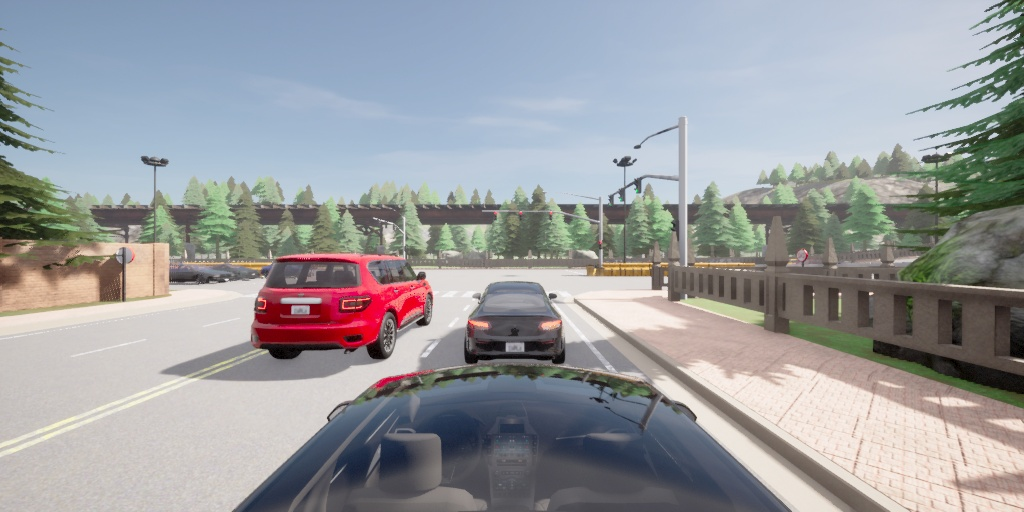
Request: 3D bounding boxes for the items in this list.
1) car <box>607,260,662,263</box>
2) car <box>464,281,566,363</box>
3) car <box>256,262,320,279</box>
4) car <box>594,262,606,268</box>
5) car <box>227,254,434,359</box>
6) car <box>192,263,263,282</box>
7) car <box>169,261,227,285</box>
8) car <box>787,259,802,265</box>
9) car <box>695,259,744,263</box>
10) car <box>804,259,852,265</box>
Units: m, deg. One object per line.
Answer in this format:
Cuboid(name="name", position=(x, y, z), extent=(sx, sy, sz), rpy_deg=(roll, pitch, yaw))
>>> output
Cuboid(name="car", position=(13.404, 1.228, 39.618), extent=(5.008, 1.535, 1.882), rpy_deg=(0, 0, 0))
Cuboid(name="car", position=(0.061, 1.276, 7.969), extent=(1.812, 1.442, 4.674), rpy_deg=(0, 0, 0))
Cuboid(name="car", position=(-20.254, 1.276, 32.562), extent=(4.674, 1.442, 1.812), rpy_deg=(0, 0, 0))
Cuboid(name="car", position=(13.129, 1.241, 46.618), extent=(4.902, 1.511, 2.128), rpy_deg=(0, 0, 0))
Cuboid(name="car", position=(-3.441, 0.971, 8.520), extent=(2.150, 2.045, 5.566), rpy_deg=(0, 0, 0))
Cuboid(name="car", position=(-22.943, 1.314, 29.074), extent=(4.181, 1.385, 1.994), rpy_deg=(0, 0, 0))
Cuboid(name="car", position=(-22.991, 1.298, 25.576), extent=(5.357, 1.411, 2.033), rpy_deg=(0, 0, 0))
Cuboid(name="car", position=(35.676, 1.142, 43.064), extent=(5.008, 1.535, 1.882), rpy_deg=(-2, 0, 0))
Cuboid(name="car", position=(22.425, 1.102, 39.584), extent=(4.553, 1.767, 2.097), rpy_deg=(0, 0, 0))
Cuboid(name="car", position=(35.655, 1.266, 39.566), extent=(4.718, 1.301, 1.895), rpy_deg=(-1, 0, 0))
